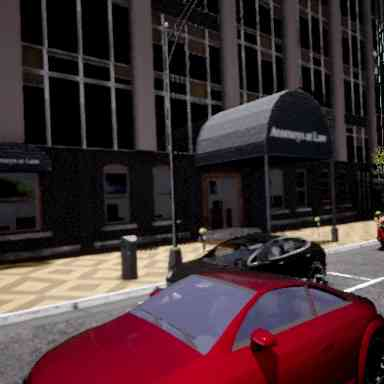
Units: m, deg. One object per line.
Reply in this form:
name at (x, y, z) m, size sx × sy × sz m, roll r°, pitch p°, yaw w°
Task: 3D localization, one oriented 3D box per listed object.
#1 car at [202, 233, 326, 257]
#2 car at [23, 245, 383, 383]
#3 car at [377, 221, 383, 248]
car at (1.451, 1.695, 7.857) m, size 4.313 × 1.339 × 1.947 m, roll -1°, pitch -2°, yaw -36°
car at (0.413, 1.636, 3.709) m, size 4.181 × 1.385 × 1.994 m, roll -1°, pitch -1°, yaw -36°
car at (9.784, 1.333, 13.976) m, size 5.009 × 1.841 × 2.192 m, roll -1°, pitch -2°, yaw -36°
